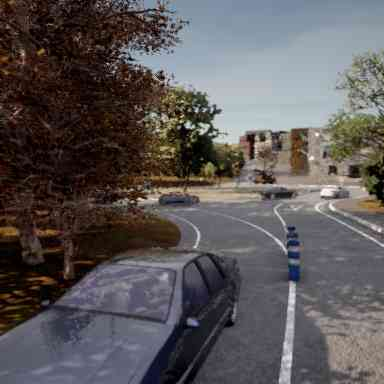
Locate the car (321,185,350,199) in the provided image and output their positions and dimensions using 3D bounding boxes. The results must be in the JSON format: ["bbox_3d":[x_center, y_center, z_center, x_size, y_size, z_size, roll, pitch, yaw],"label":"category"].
[{"bbox_3d":[16.532,-0.064,38.376,4.674,1.442,1.812,-4,4,-43],"label":"car"}]

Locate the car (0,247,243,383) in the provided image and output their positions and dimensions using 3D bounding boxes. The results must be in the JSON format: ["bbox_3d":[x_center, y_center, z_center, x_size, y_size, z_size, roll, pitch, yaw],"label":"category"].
[{"bbox_3d":[-0.546,1.579,4.684,2.033,1.411,5.357,0,0,19],"label":"car"}]

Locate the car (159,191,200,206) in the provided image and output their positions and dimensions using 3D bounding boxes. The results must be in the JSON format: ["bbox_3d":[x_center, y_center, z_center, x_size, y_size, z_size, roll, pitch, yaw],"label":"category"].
[{"bbox_3d":[-1.286,0.633,34.149,4.181,1.385,1.994,-1,3,14],"label":"car"}]

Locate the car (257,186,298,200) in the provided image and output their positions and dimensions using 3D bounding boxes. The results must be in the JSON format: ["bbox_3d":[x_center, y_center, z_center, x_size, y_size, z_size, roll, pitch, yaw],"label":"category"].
[{"bbox_3d":[9.875,0.084,38.159,4.892,1.490,1.837,-3,5,-21],"label":"car"}]

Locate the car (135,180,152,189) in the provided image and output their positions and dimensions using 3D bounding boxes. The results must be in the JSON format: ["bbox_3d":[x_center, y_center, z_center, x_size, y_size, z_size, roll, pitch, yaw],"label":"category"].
[{"bbox_3d":[-10.613,-1.424,66.618,2.150,2.045,5.566,1,4,41],"label":"car"}]
